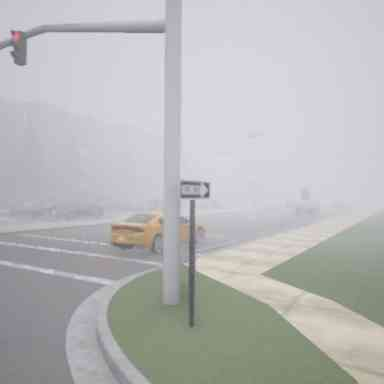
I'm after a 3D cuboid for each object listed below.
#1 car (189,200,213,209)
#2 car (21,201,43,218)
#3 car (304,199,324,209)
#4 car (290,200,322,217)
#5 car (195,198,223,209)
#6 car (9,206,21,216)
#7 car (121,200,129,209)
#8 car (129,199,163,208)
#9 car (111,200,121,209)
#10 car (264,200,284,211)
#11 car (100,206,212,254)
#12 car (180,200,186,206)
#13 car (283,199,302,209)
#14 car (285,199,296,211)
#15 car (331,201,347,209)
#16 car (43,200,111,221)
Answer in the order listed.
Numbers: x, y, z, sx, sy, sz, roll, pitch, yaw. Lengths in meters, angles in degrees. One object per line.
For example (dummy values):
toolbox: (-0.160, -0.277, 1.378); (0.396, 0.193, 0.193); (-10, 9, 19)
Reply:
car: (1.423, 1.937, 53.438); (1.994, 1.385, 4.181); (0, -1, 33)
car: (-12.689, 1.606, 30.964); (1.882, 1.535, 5.008); (0, 0, 32)
car: (20.307, 2.000, 55.231); (2.128, 1.511, 4.902); (0, 0, 32)
car: (12.424, 1.852, 35.849); (1.812, 1.442, 4.674); (0, 0, 32)
car: (2.689, 1.702, 48.892); (2.097, 1.767, 4.553); (0, 0, 32)
car: (-15.599, 1.648, 32.928); (1.812, 1.442, 4.674); (0, 0, 33)
car: (-5.994, 1.792, 41.657); (2.033, 1.411, 5.357); (0, 0, 32)
car: (-4.504, 1.577, 37.445); (2.097, 1.767, 4.553); (0, 0, 32)
car: (-9.792, 1.730, 42.180); (1.837, 1.490, 4.892); (0, -1, 32)
car: (11.940, 1.933, 48.366); (1.812, 1.442, 4.674); (0, 0, 33)
car: (-1.281, 1.568, 14.224); (1.882, 1.535, 5.008); (0, -1, 32)
car: (-2.836, 1.821, 53.254); (1.882, 1.535, 5.008); (0, 0, 32)
car: (17.353, 2.006, 57.109); (1.837, 1.490, 4.892); (0, 0, 32)
car: (14.905, 1.940, 46.505); (1.812, 1.442, 4.674); (0, 0, 33)
car: (24.374, 2.134, 54.990); (1.895, 1.301, 4.718); (0, 0, 32)
car: (-9.841, 1.625, 28.919); (2.128, 1.511, 4.902); (0, 0, 32)
